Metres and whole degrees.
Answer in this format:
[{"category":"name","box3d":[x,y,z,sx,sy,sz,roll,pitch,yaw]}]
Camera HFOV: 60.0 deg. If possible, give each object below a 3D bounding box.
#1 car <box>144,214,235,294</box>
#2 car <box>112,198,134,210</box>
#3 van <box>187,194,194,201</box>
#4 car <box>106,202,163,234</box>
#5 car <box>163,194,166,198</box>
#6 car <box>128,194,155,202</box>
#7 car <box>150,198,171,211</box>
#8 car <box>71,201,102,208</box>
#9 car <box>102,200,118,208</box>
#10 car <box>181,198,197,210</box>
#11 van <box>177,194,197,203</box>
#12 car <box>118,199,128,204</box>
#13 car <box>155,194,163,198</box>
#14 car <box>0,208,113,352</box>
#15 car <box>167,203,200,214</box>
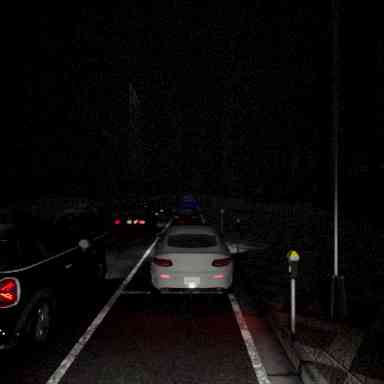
[{"category":"car","box3d":[0.003,1.526,8.650,1.812,1.442,4.674,0,0,0]},{"category":"car","box3d":[-8.922,1.550,43.355,1.887,1.381,4.507,0,0,0]},{"category":"van","box3d":[-0.380,1.377,86.847,1.690,1.788,3.998,0,0,0]},{"category":"car","box3d":[-3.104,1.549,19.149,2.033,1.411,5.357,0,0,1]},{"category":"car","box3d":[-8.906,1.586,92.029,1.887,1.381,4.507,0,0,0]},{"category":"car","box3d":[-6.212,1.228,40.409,2.150,2.045,5.566,0,0,0]},{"category":"car","box3d":[-3.083,1.605,36.470,1.895,1.301,4.718,0,0,0]},{"category":"car","box3d":[-8.918,1.528,26.609,1.752,1.417,4.829,0,0,0]},{"category":"car","box3d":[-8.919,1.548,32.304,1.887,1.381,4.507,0,0,0]},{"category":"car","box3d":[-0.367,1.550,43.337,1.887,1.381,4.507,0,0,0]},{"category":"van","box3d":[-0.368,1.345,32.287,1.690,1.788,3.998,0,0,0]},{"category":"car","box3d":[-8.921,1.549,37.830,1.887,1.381,4.507,0,0,0]},{"category":"car","box3d":[-8.912,1.555,81.278,1.752,1.417,4.829,0,0,0]},{"category":"car","box3d":[-3.146,1.353,6.320,2.097,1.767,4.553,0,0,0]},{"category":"car","box3d":[-0.370,1.584,21.237,1.802,1.307,4.206,0,0,0]}]
